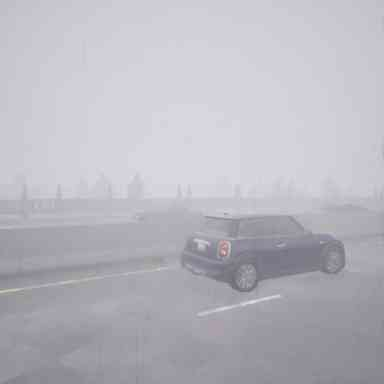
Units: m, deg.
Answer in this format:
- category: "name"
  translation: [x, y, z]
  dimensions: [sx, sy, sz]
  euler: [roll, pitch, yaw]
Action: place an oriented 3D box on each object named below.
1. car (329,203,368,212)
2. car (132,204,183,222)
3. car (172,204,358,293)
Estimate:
- category: "car"
  translation: [8.806, 1.444, 20.556]
  dimensions: [4.892, 1.490, 1.837]
  euler: [0, 0, -24]
- category: "car"
  translation: [-1.738, 1.503, 23.147]
  dimensions: [4.718, 1.301, 1.895]
  euler: [0, 0, -28]
- category: "car"
  translation: [2.035, 1.320, 8.949]
  dimensions: [4.553, 1.767, 2.097]
  euler: [0, 0, -31]
